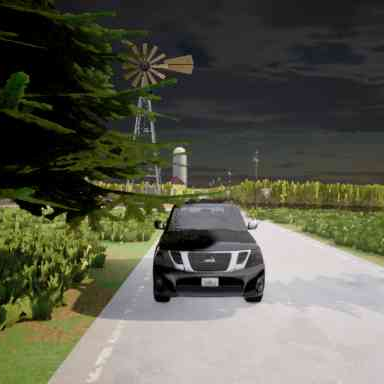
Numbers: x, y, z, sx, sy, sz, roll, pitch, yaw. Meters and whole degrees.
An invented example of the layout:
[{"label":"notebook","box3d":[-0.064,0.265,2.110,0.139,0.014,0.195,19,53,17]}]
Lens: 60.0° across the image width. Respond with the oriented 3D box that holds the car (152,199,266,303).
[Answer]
[{"label":"car","box3d":[0.331,1.221,8.579,2.150,2.045,5.566,0,0,0]}]
